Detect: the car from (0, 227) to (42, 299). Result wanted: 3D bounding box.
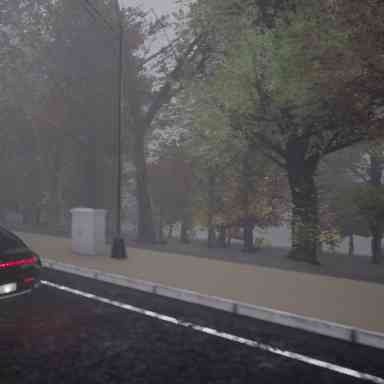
[{"bbox_3d":[-5.308,1.476,7.481,4.892,1.490,1.837,1,0,36],"label":"car"}]
